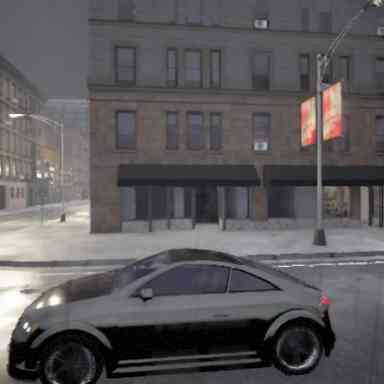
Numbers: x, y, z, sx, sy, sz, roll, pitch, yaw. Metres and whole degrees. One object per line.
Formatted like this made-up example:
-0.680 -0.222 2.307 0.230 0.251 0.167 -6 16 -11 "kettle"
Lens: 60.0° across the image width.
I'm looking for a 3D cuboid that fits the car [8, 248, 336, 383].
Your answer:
-0.220 1.560 4.772 4.181 1.385 1.994 0 0 -7 "car"
